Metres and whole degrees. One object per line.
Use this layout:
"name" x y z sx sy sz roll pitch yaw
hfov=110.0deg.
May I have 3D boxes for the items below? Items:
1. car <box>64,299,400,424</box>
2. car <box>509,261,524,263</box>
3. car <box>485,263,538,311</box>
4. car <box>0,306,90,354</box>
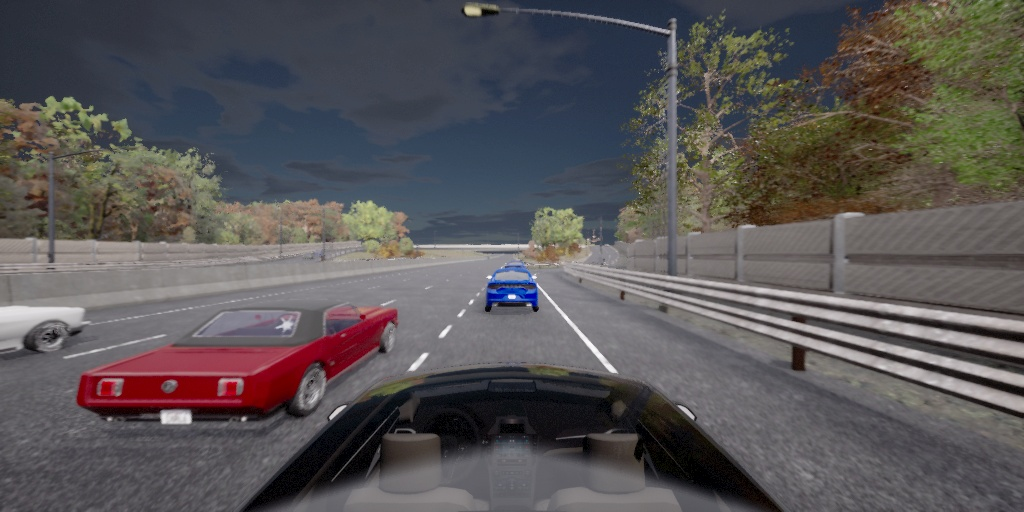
"car" -3.403 1.349 5.861 1.895 1.301 4.718 0 0 0
"car" 0.450 1.216 34.674 1.882 1.535 5.008 0 0 5
"car" -0.004 1.223 14.546 1.882 1.535 5.008 0 0 0
"car" -10.403 1.349 5.870 1.895 1.301 4.718 0 0 0
